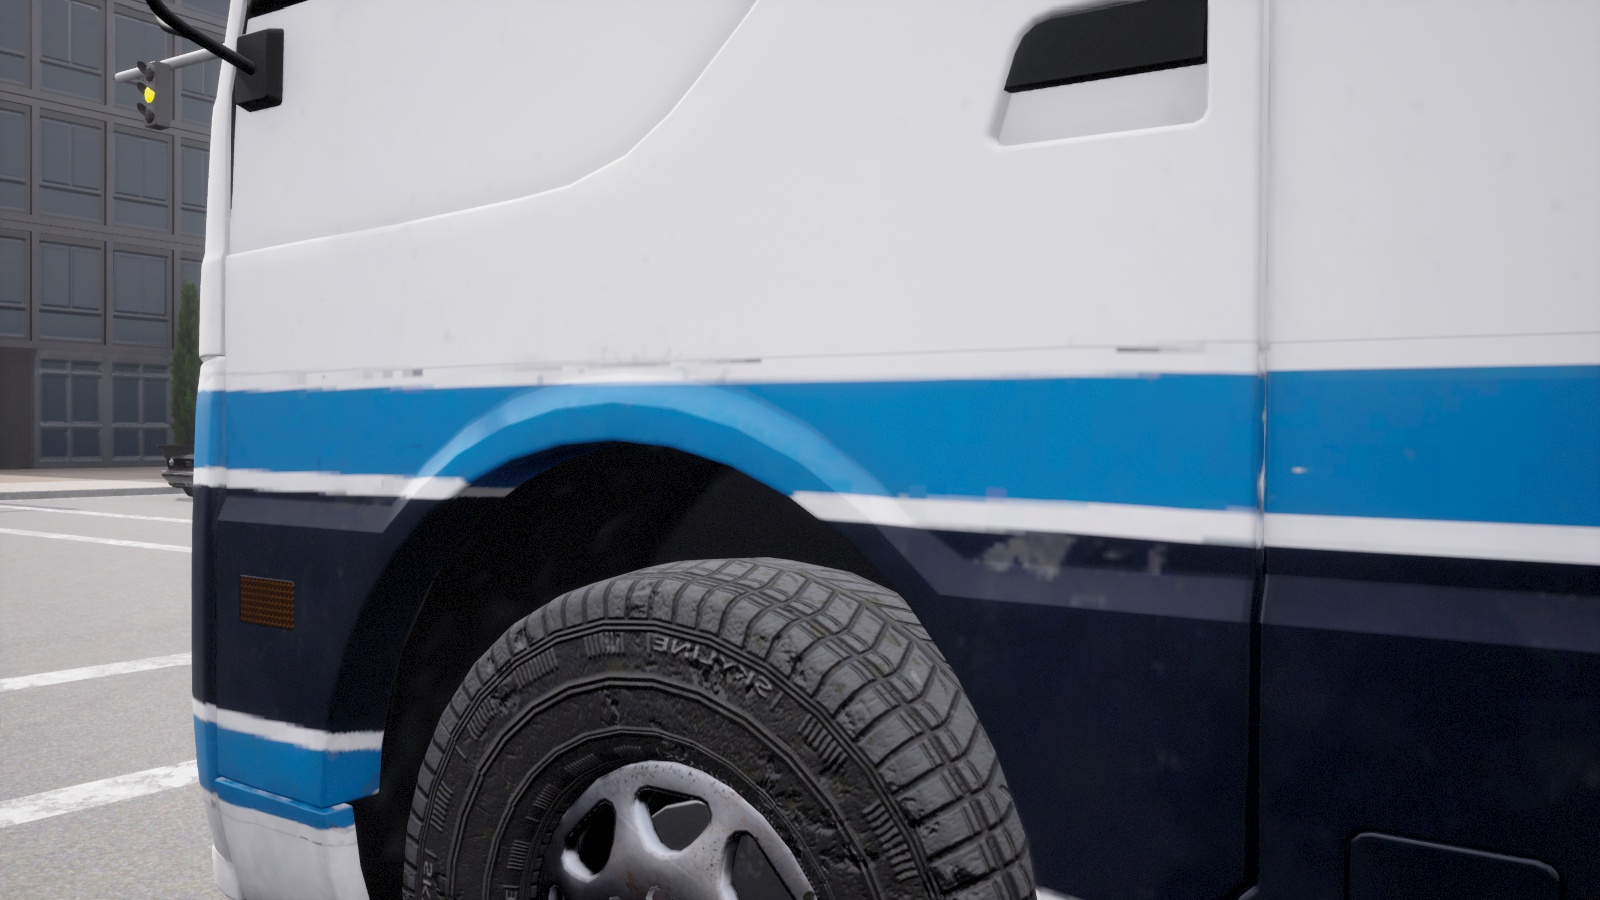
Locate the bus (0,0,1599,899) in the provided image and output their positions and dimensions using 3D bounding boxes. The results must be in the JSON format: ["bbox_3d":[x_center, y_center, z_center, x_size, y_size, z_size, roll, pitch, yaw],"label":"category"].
[{"bbox_3d":[3.120,-0.694,1.523,10.273,4.253,3.944,0,1,34],"label":"bus"}]

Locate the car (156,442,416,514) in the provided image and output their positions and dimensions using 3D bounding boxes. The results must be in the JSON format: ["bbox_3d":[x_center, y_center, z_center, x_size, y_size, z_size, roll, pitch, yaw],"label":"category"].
[{"bbox_3d":[-10.509,0.516,26.022,1.895,1.301,4.718,0,1,34],"label":"car"}]
